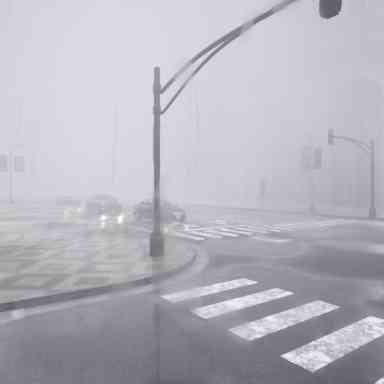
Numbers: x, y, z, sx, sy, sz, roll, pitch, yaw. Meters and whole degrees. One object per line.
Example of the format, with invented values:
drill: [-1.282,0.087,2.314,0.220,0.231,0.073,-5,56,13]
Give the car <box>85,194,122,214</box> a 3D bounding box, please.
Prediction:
car: [-8.093,0.963,30.436,2.097,1.767,4.553,0,1,-36]

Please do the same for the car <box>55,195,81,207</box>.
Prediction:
car: [-14.821,1.045,39.797,1.895,1.301,4.718,0,1,-36]

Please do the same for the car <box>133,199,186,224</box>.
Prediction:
car: [-2.272,1.243,22.351,2.128,1.511,4.902,0,1,-36]
